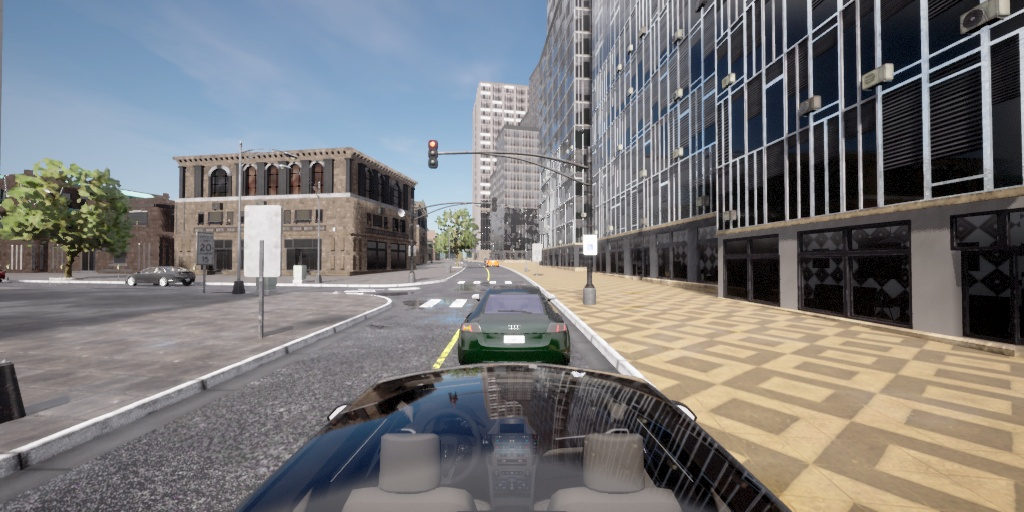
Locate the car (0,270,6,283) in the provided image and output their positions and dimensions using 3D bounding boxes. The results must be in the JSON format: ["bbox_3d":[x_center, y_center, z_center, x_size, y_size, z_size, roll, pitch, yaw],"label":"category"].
[{"bbox_3d":[-41.453,1.380,27.465,4.507,1.381,1.888,0,0,9],"label":"car"}]

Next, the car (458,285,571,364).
[{"bbox_3d":[0.039,1.315,7.799,1.994,1.385,4.181,0,0,0],"label":"car"}]

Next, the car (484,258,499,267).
[{"bbox_3d":[-3.561,1.096,64.696,2.097,1.767,4.553,0,0,-7],"label":"car"}]

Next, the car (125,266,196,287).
[{"bbox_3d":[-24.214,1.379,24.710,4.403,1.370,2.007,0,0,9],"label":"car"}]
